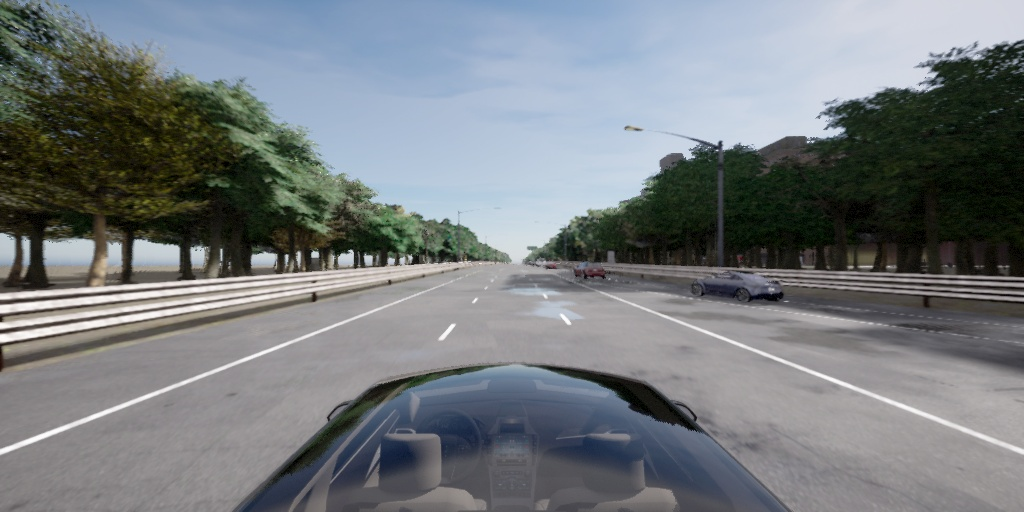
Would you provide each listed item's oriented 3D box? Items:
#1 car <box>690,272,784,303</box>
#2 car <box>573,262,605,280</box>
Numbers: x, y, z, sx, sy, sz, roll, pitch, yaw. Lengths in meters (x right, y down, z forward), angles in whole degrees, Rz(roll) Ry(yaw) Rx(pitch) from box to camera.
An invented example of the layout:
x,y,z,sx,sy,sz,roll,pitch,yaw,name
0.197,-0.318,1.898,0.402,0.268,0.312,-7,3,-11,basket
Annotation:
x,y,z,sx,sy,sz,roll,pitch,yaw,name
10.961,1.454,17.787,1.994,1.385,4.181,0,0,-15,car
7.592,1.352,35.659,2.097,1.767,4.553,0,0,-5,car
